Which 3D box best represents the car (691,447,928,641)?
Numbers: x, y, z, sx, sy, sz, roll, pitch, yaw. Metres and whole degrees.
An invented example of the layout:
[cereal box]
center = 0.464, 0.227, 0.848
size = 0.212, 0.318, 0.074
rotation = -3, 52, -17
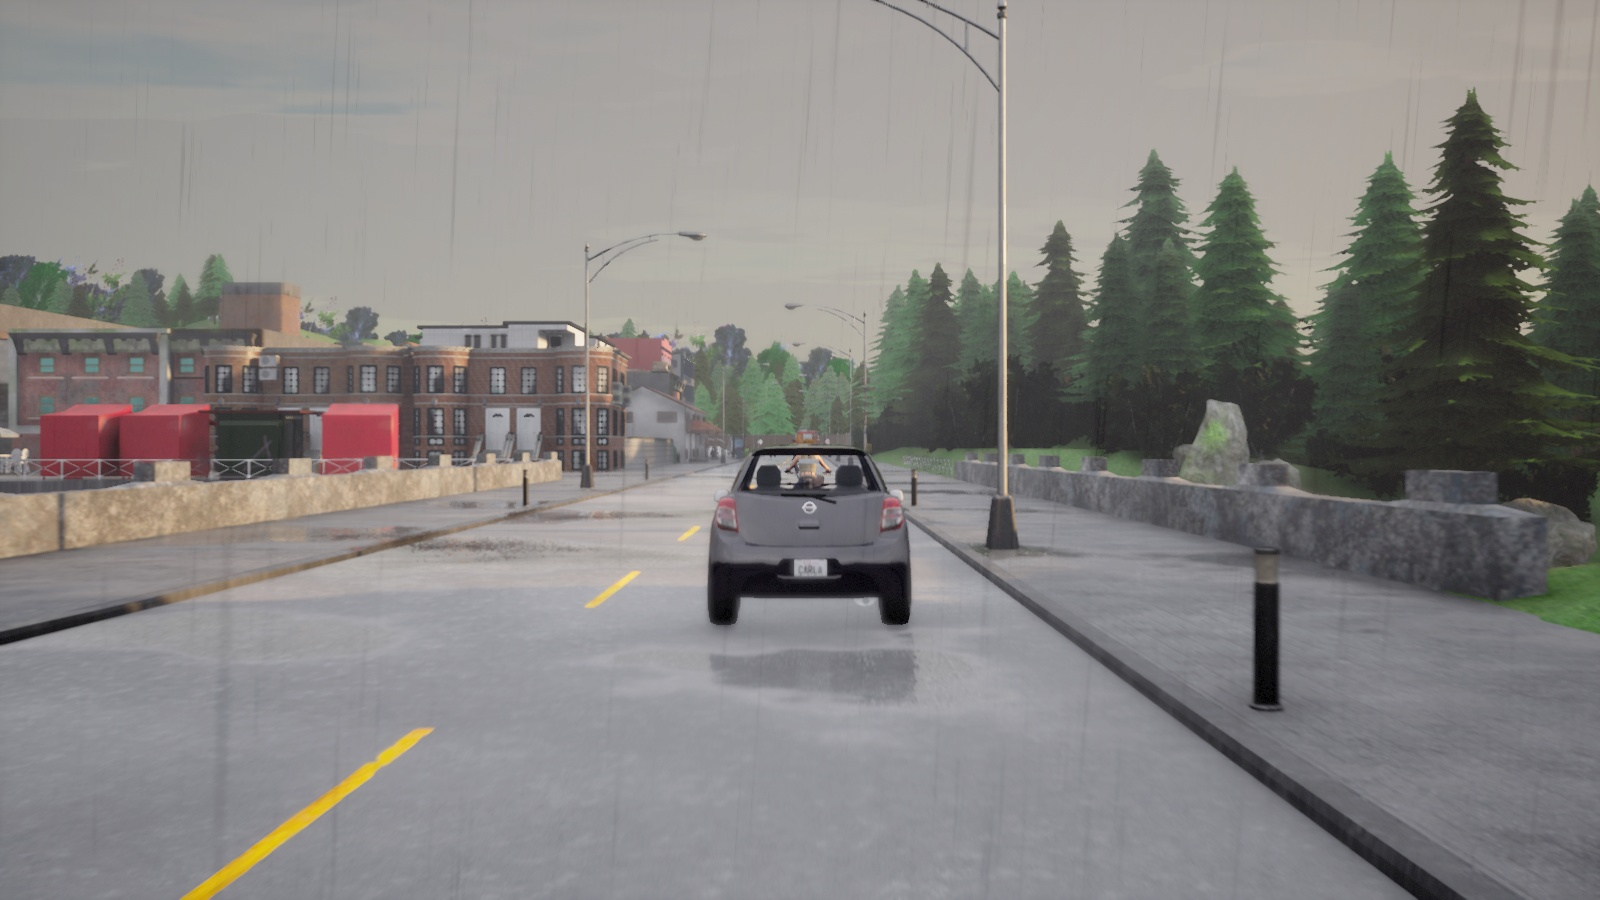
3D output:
[car]
center = 0.081, 0.724, 11.583
size = 1.845, 1.501, 3.633
rotation = 0, 0, 0
